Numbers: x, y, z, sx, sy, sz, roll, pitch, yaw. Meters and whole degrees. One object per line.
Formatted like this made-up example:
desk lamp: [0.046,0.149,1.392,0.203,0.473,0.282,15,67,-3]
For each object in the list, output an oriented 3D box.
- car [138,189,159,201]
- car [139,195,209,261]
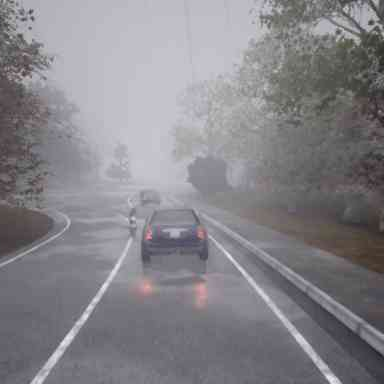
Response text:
car: [-4.016,0.402,31.378,2.033,1.411,5.357,-1,5,-12]
car: [-0.689,1.214,12.016,2.097,1.767,4.553,-1,2,-5]
